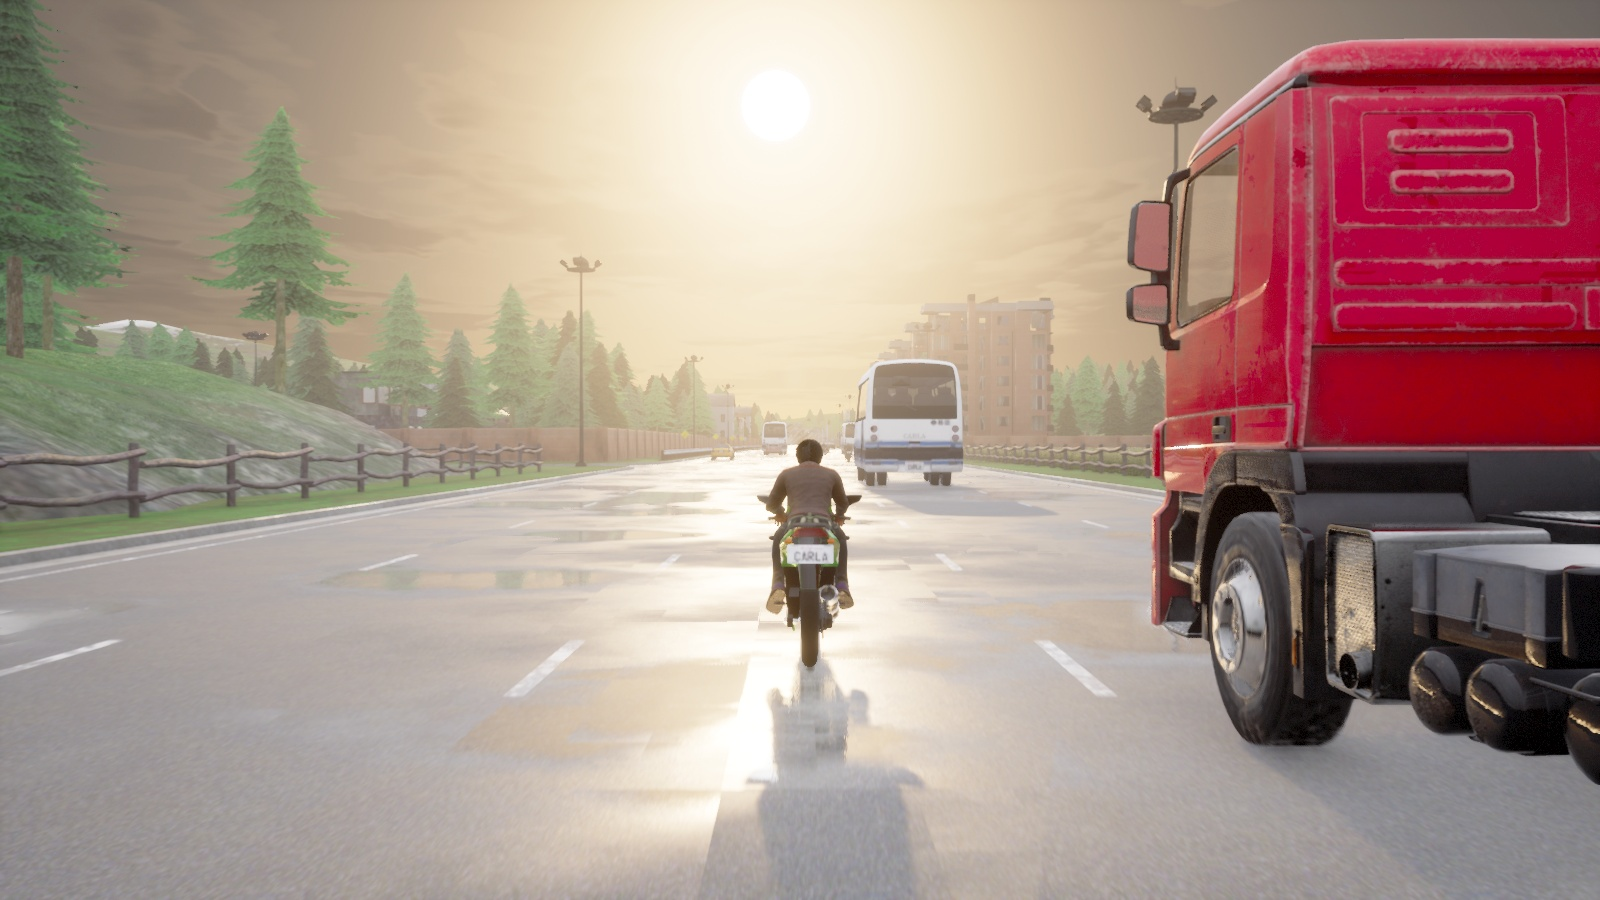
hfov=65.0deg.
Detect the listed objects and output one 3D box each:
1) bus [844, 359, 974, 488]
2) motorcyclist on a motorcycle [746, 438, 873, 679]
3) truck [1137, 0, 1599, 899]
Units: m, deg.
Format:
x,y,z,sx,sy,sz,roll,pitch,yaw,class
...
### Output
x,y,z,sx,sy,sz,roll,pitch,yaw,class
3.773,-0.885,46.488,3.944,4.253,10.273,0,0,0,bus
0.066,0.679,8.952,0.797,1.523,2.044,0,0,0,motorcyclist on a motorcycle
3.538,-0.254,3.885,2.891,3.462,7.936,0,0,0,truck
